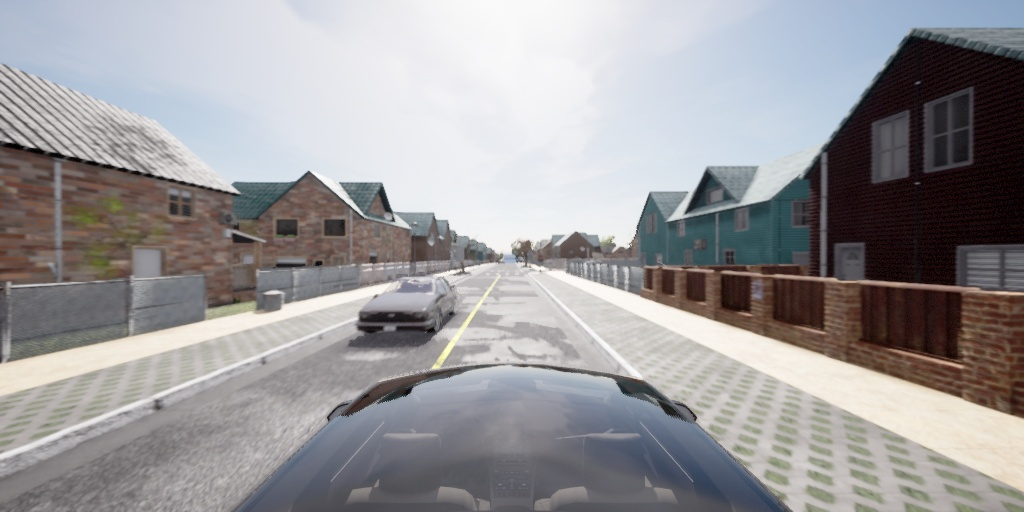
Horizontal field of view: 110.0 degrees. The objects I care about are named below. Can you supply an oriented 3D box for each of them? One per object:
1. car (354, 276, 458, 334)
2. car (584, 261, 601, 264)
[{"bbox_3d":[-2.849,1.323,11.037,2.033,1.411,5.357,0,0,0],"label":"car"},{"bbox_3d":[11.387,1.327,48.551,4.674,1.442,1.812,-1,0,0],"label":"car"}]
